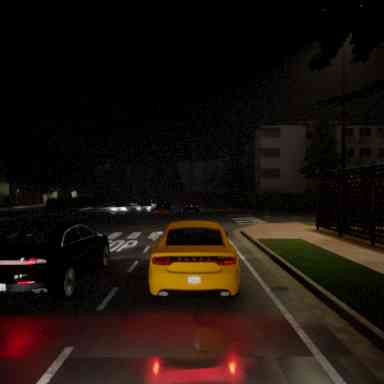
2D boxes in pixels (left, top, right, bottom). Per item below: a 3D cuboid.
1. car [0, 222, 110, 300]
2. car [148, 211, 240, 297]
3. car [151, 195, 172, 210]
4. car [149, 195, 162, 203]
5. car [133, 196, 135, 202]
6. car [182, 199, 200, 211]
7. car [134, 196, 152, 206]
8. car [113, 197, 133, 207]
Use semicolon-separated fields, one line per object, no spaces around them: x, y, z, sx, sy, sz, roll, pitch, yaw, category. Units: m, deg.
-3.448;1.488;8.368;2.128;1.511;4.902;0;0;0;car
0.051;1.474;8.612;1.882;1.535;5.008;0;0;0;car
-3.650;1.473;43.162;2.128;1.511;4.902;0;0;-1;car
-7.550;1.470;68.882;2.128;1.511;4.902;0;0;-1;car
-11.040;1.450;67.166;1.882;1.535;5.008;0;0;0;car
-0.086;1.532;37.723;2.033;1.411;5.357;0;0;-1;car
-7.438;1.484;52.546;1.837;1.490;4.892;0;0;0;car
-10.928;1.579;51.467;1.895;1.301;4.718;0;0;0;car
